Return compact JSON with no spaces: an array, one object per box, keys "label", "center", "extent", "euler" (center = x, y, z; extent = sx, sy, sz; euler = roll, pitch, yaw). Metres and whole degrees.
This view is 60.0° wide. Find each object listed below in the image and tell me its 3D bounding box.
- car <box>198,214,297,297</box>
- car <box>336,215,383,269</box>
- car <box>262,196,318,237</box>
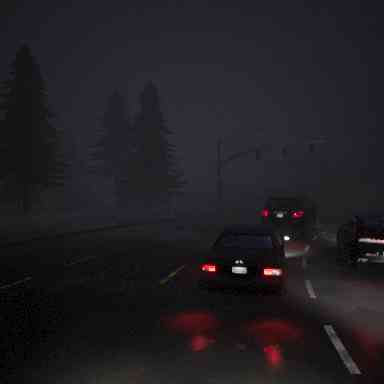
[{"label":"car","center":[1.547,1.547,8.817],"extent":[2.033,1.411,5.357],"euler":[0,0,15]},{"label":"car","center":[5.887,1.492,10.797],"extent":[2.128,1.511,4.902],"euler":[0,0,18]},{"label":"car","center":[5.486,1.221,18.265],"extent":[2.150,2.045,5.566],"euler":[0,0,28]}]
